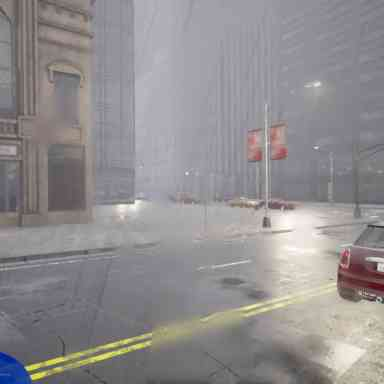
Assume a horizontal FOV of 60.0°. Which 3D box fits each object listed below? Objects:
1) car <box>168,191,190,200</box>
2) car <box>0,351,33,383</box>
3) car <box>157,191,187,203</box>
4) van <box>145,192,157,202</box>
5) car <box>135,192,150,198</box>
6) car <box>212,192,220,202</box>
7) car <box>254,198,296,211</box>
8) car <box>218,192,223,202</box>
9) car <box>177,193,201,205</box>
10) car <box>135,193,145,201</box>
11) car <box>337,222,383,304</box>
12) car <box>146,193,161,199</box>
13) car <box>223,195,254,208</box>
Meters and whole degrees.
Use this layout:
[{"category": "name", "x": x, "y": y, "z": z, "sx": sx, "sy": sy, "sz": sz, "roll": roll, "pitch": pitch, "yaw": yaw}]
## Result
[{"category": "car", "x": -2.781, "y": 0.769, "z": 70.628, "sx": 2.192, "sy": 1.841, "sz": 5.009, "roll": 0, "pitch": 1, "yaw": -35}, {"category": "car", "x": -3.259, "y": 1.478, "z": 1.148, "sx": 5.008, "sy": 1.535, "sz": 1.882, "roll": 0, "pitch": 0, "yaw": -35}, {"category": "car", "x": -3.243, "y": 0.978, "z": 56.524, "sx": 2.192, "sy": 1.841, "sz": 5.009, "roll": 0, "pitch": 1, "yaw": -35}, {"category": "van", "x": -6.493, "y": 0.952, "z": 61.116, "sx": 1.690, "sy": 1.788, "sz": 3.998, "roll": 0, "pitch": 1, "yaw": -35}, {"category": "car", "x": -12.530, "y": 0.830, "z": 84.403, "sx": 1.887, "sy": 1.381, "sz": 4.507, "roll": 0, "pitch": 1, "yaw": -35}, {"category": "car", "x": 3.717, "y": 0.875, "z": 61.447, "sx": 2.192, "sy": 1.841, "sz": 5.009, "roll": 0, "pitch": 1, "yaw": -35}, {"category": "car", "x": 9.755, "y": 1.399, "z": 38.161, "sx": 1.887, "sy": 1.381, "sz": 4.507, "roll": 0, "pitch": 1, "yaw": -35}, {"category": "car", "x": 6.966, "y": 1.176, "z": 56.858, "sx": 1.947, "sy": 1.339, "sz": 4.313, "roll": 0, "pitch": 1, "yaw": -35}, {"category": "car", "x": 0.006, "y": 1.258, "z": 51.935, "sx": 1.887, "sy": 1.381, "sz": 4.507, "roll": 0, "pitch": 1, "yaw": -35}, {"category": "car", "x": -9.743, "y": 1.108, "z": 65.708, "sx": 2.008, "sy": 1.369, "sz": 4.403, "roll": 0, "pitch": 1, "yaw": -35}, {"category": "car", "x": 5.125, "y": 1.350, "z": 7.015, "sx": 4.553, "sy": 1.767, "sz": 2.097, "roll": 0, "pitch": 0, "yaw": -35}, {"category": "car", "x": -9.281, "y": 0.924, "z": 79.813, "sx": 1.802, "sy": 1.307, "sz": 4.206, "roll": 0, "pitch": 1, "yaw": -35}, {"category": "car", "x": 6.603, "y": 1.336, "z": 42.614, "sx": 1.752, "sy": 1.417, "sz": 4.829, "roll": 0, "pitch": 1, "yaw": -35}]
